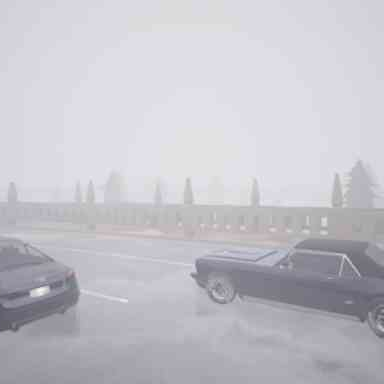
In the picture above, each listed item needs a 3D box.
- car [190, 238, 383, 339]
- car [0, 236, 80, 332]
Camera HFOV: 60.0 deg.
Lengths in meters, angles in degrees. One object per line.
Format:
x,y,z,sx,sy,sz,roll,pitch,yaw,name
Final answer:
2.320,1.576,6.442,4.718,1.301,1.895,0,0,34,car
-4.131,1.562,6.347,4.181,1.385,1.994,0,0,31,car
